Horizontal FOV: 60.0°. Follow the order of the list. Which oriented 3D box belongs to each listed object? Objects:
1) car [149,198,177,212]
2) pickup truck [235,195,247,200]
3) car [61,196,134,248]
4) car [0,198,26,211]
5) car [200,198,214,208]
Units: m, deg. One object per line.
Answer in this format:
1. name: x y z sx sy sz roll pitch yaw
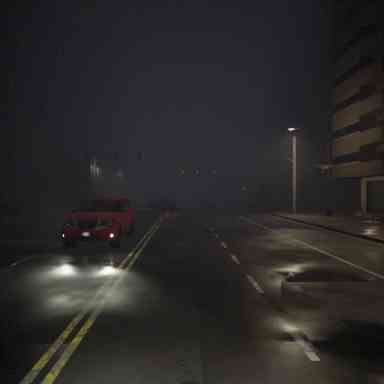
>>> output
1. car: -3.525 1.491 39.319 2.128 1.511 4.902 0 0 -29
2. pickup truck: 13.861 1.058 90.876 2.390 2.098 6.274 0 0 29
3. car: -4.013 1.222 15.169 2.150 2.045 5.566 0 0 -1
4. car: -22.400 1.491 39.445 4.902 1.511 2.128 0 0 1
5. car: 2.151 1.547 48.476 2.033 1.411 5.357 0 0 -3
